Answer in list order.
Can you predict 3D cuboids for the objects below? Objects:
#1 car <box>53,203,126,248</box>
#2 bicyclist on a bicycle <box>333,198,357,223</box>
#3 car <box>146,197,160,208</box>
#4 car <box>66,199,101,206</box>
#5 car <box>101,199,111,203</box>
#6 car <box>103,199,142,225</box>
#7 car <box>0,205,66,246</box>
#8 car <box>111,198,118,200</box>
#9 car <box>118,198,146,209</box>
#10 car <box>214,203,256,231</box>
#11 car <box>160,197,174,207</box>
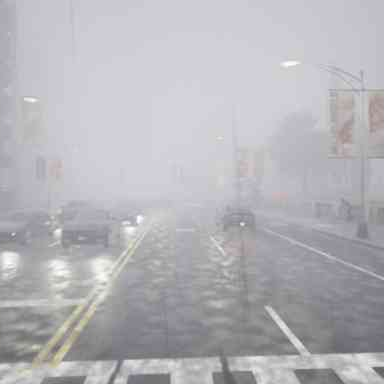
[{"bbox_3d":[-4.380,1.484,15.072,1.882,1.535,5.008,0,0,-5],"label":"car"},{"bbox_3d":[9.774,1.205,21.238,1.656,1.620,0.582,-1,0,-4],"label":"bicyclist on a bicycle"},{"bbox_3d":[-6.660,1.502,45.853,1.812,1.442,4.674,0,0,-32],"label":"car"},{"bbox_3d":[-8.542,1.372,24.878,2.097,1.767,4.553,0,0,-5],"label":"car"},{"bbox_3d":[-10.053,1.562,35.172,2.033,1.411,5.357,0,0,-17],"label":"car"},{"bbox_3d":[-4.979,1.523,24.332,1.812,1.442,4.674,0,0,-4],"label":"car"},{"bbox_3d":[-7.914,1.577,15.684,2.033,1.411,5.357,0,0,-3],"label":"car"},{"bbox_3d":[-12.519,1.604,53.907,4.718,1.301,1.895,0,0,44],"label":"car"},{"bbox_3d":[-6.323,1.482,34.673,2.128,1.511,4.902,0,0,-14],"label":"car"},{"bbox_3d":[2.538,1.458,20.122,1.837,1.490,4.892,0,0,-3],"label":"car"},{"bbox_3d":[-4.451,1.450,48.888,2.128,1.511,4.902,0,0,-32],"label":"car"}]
